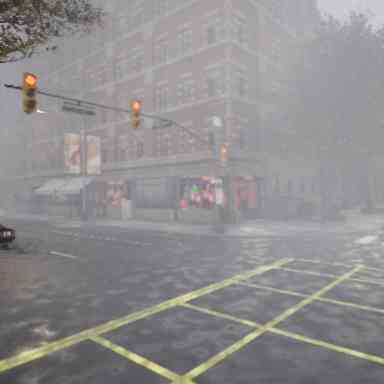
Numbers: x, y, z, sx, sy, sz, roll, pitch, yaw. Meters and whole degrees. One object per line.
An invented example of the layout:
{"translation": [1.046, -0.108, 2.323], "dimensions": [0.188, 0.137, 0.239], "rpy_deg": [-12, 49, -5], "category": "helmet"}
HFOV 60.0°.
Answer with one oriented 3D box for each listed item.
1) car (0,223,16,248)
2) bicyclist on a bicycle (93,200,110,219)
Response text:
{"translation": [-9.624, 1.785, 14.591], "dimensions": [4.718, 1.301, 1.895], "rpy_deg": [-1, 0, 41], "category": "car"}
{"translation": [-7.525, 1.452, 27.716], "dimensions": [0.582, 1.620, 1.656], "rpy_deg": [-1, 0, 42], "category": "bicyclist on a bicycle"}
